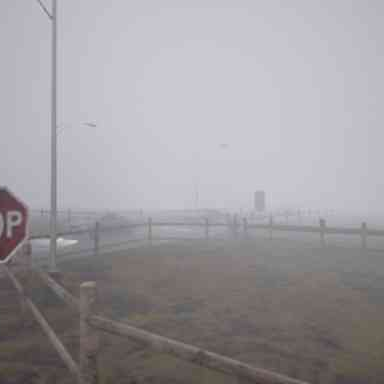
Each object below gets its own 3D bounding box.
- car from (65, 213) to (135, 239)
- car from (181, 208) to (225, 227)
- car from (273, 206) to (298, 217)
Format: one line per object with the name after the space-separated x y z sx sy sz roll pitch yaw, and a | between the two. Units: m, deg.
-5.405 1.959 19.994 1.994 1.385 4.181 1 -1 35 | car
1.041 2.118 29.164 1.882 1.535 5.008 1 -1 35 | car
12.973 2.709 45.996 2.033 1.411 5.357 0 -1 36 | car
